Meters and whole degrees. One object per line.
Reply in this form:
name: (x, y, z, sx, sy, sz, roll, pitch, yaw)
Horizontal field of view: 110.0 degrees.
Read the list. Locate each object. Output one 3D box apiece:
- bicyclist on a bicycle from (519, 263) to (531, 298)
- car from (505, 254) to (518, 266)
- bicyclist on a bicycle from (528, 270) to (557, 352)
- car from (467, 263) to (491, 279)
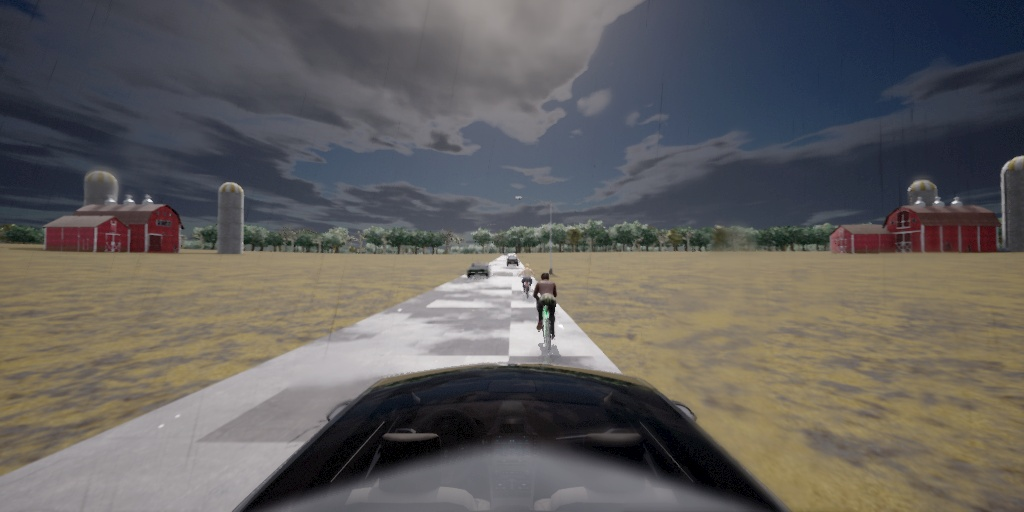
bicyclist on a bicycle: (0.737, 1.156, 17.419, 0.866, 1.612, 1.509, 0, 0, 0)
car: (0.102, 0.817, 59.431, 1.882, 1.535, 5.008, 0, 1, 0)
bicyclist on a bicycle: (0.757, 1.198, 8.007, 0.582, 1.620, 1.656, 0, 0, 0)
car: (-2.847, 1.237, 31.506, 1.895, 1.301, 4.718, 0, 0, 0)
